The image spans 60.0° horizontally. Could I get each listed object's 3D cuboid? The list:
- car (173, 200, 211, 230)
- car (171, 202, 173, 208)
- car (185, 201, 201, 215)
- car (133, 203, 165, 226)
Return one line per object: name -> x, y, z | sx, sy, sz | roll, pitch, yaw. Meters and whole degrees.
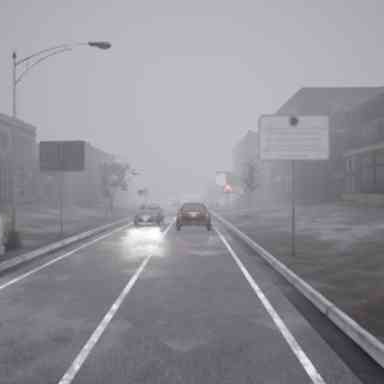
car -> 0.096, 1.429, 21.719 | 2.097, 1.767, 4.553 | 0, -1, 0
car -> -3.016, 2.326, 65.955 | 2.033, 1.411, 5.357 | 0, -1, 0
car -> 0.089, 1.892, 40.330 | 1.837, 1.490, 4.892 | 0, -1, 0
car -> -3.101, 1.610, 24.589 | 2.128, 1.511, 4.902 | 0, -1, 0
